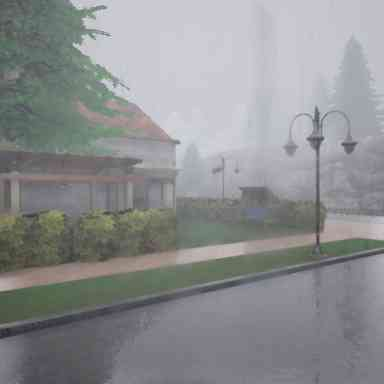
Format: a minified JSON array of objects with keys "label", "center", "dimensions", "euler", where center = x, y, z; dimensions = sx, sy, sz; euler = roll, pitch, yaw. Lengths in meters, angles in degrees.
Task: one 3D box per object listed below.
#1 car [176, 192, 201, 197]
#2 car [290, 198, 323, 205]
[{"label":"car","center":[-0.270,1.050,41.434],"dimensions":[2.150,2.045,5.566],"euler":[0,0,-35]},{"label":"car","center":[10.459,1.305,32.807],"dimensions":[1.882,1.535,5.008],"euler":[0,0,-36]}]
